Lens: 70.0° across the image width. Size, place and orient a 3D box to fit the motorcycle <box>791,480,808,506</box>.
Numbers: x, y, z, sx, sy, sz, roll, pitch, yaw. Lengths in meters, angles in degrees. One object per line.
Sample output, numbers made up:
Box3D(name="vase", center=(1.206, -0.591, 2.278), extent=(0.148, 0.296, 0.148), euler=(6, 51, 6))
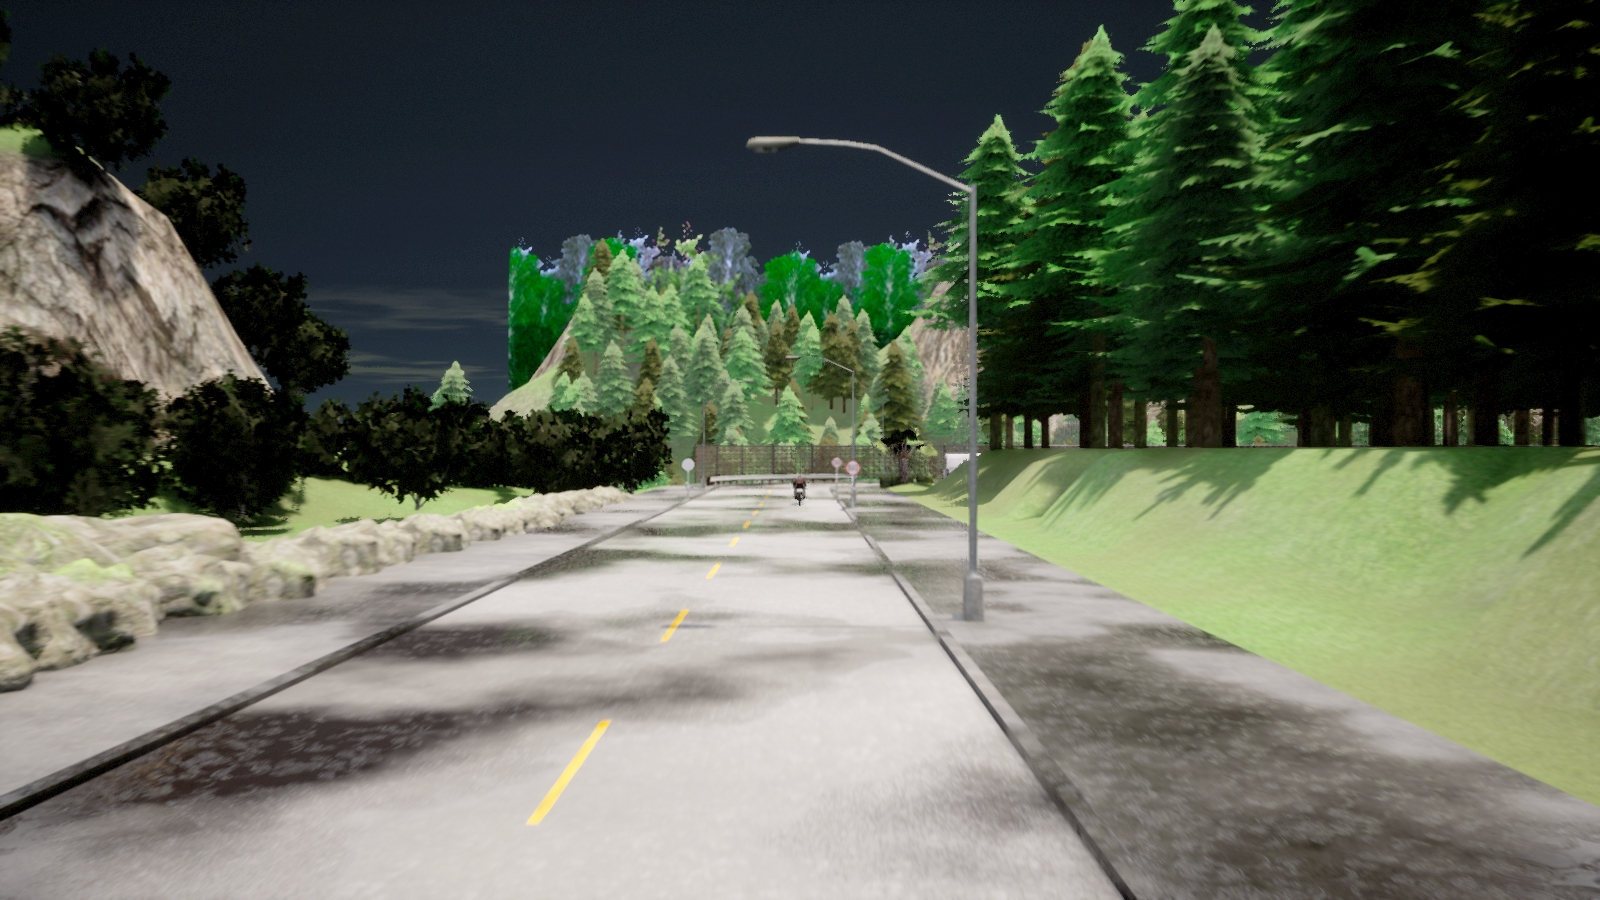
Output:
Box3D(name="motorcycle", center=(-0.005, 2.205, 59.180), extent=(0.867, 1.251, 2.209), euler=(0, 0, 0))
